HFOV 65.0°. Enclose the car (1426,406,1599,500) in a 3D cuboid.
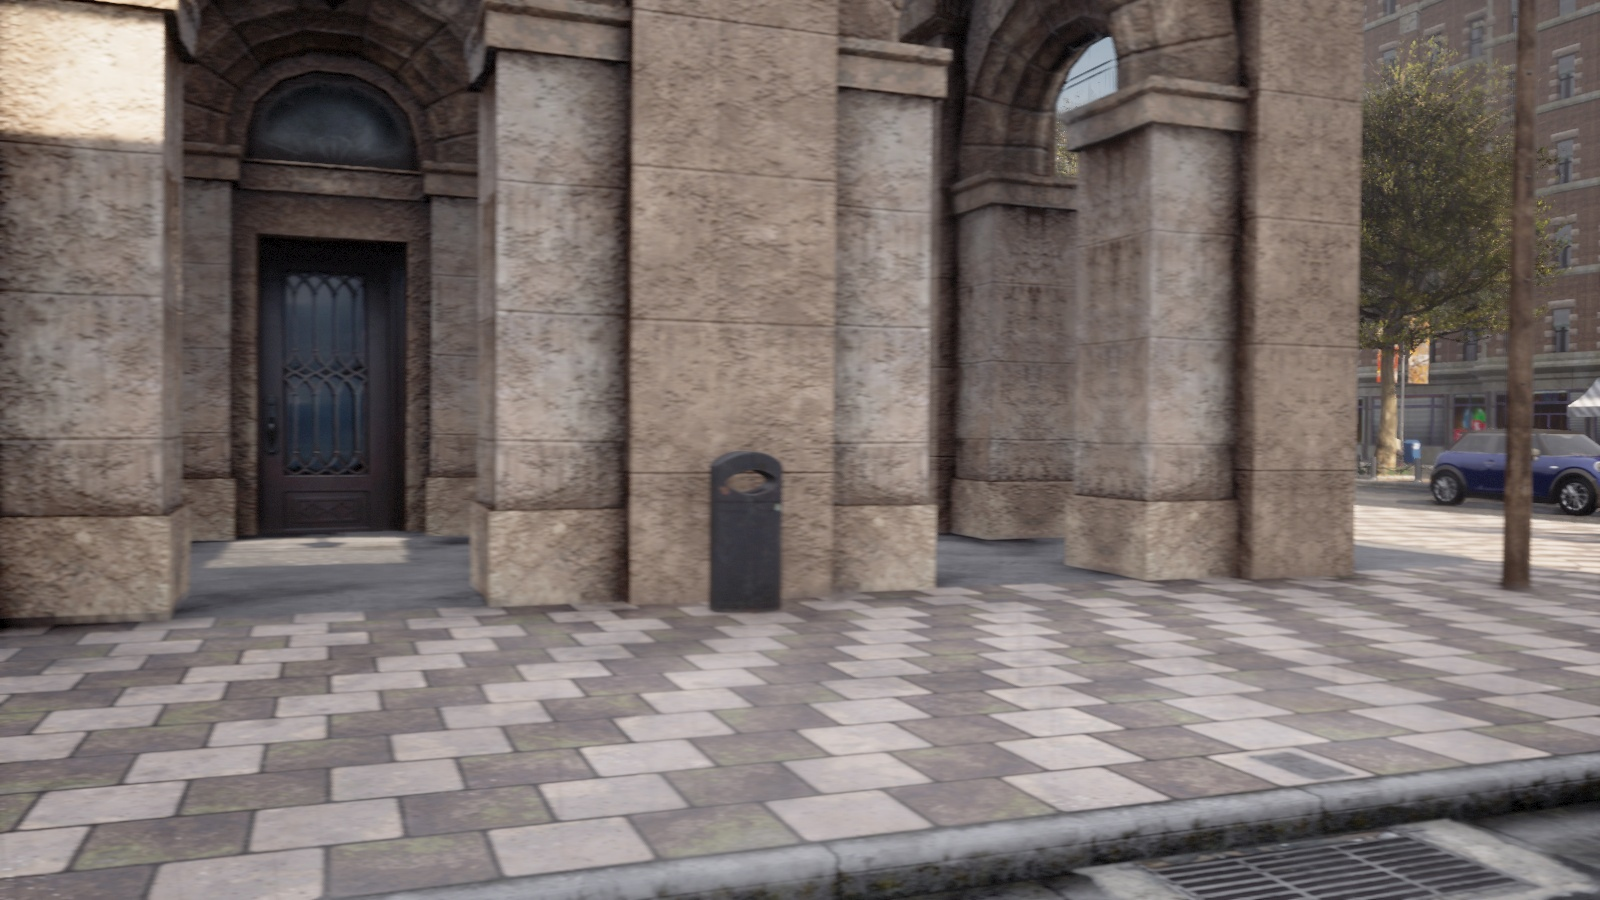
[{"bbox_3d":[15.492,0.026,25.770,2.097,1.767,4.553,-1,1,-20],"label":"car"}]
